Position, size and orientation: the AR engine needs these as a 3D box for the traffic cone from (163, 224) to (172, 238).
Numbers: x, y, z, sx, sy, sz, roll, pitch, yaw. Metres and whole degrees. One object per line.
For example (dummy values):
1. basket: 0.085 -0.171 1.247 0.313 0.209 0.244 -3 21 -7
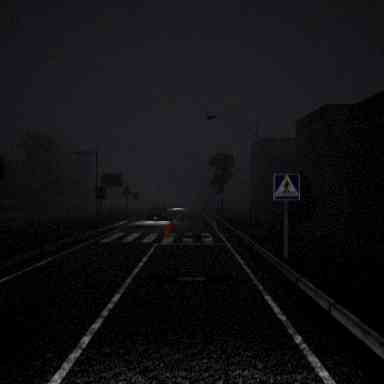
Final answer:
1. traffic cone: -1.370 2.127 17.775 0.340 0.580 0.340 0 -1 0

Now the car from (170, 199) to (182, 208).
1. car: -3.108 2.868 73.278 2.128 1.511 4.902 0 -1 0

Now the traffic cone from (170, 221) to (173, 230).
1. traffic cone: -1.367 2.168 19.775 0.340 0.580 0.340 0 -1 0

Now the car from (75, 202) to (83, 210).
1. car: -21.849 2.445 56.645 4.892 1.521 2.231 0 -1 0

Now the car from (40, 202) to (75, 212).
1. car: -21.862 2.414 53.369 4.674 1.452 2.002 0 -1 0

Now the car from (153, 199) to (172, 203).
1. car: -8.647 3.264 94.266 4.892 1.521 2.231 0 -1 0

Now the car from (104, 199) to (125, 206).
1. car: -21.736 3.194 91.544 5.008 1.535 2.097 0 -1 0

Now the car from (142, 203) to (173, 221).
1. car: -3.309 2.039 32.794 2.033 1.411 5.357 0 -1 0

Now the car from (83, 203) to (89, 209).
1. car: -21.850 2.513 59.917 5.008 1.535 2.097 0 -1 0
